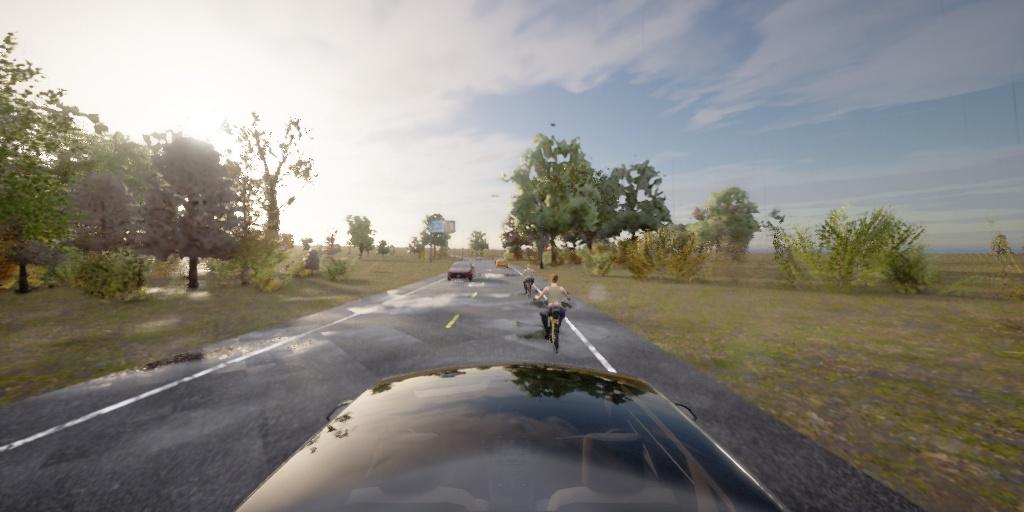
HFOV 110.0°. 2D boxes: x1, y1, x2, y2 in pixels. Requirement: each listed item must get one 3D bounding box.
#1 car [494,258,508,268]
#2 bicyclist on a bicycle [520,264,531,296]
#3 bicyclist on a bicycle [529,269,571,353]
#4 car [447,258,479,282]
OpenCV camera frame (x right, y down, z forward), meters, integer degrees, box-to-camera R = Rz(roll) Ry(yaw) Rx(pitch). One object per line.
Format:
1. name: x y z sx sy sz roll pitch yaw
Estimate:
1. car: -1.726 1.162 60.231 1.882 1.535 5.008 0 0 -3
2. bicyclist on a bicycle: 0.810 1.177 17.413 0.866 1.612 1.509 0 0 -1
3. bicyclist on a bicycle: 0.899 1.184 7.829 0.866 1.612 1.509 0 0 0
4. car: -4.028 1.208 29.015 1.882 1.535 5.008 0 0 -2
